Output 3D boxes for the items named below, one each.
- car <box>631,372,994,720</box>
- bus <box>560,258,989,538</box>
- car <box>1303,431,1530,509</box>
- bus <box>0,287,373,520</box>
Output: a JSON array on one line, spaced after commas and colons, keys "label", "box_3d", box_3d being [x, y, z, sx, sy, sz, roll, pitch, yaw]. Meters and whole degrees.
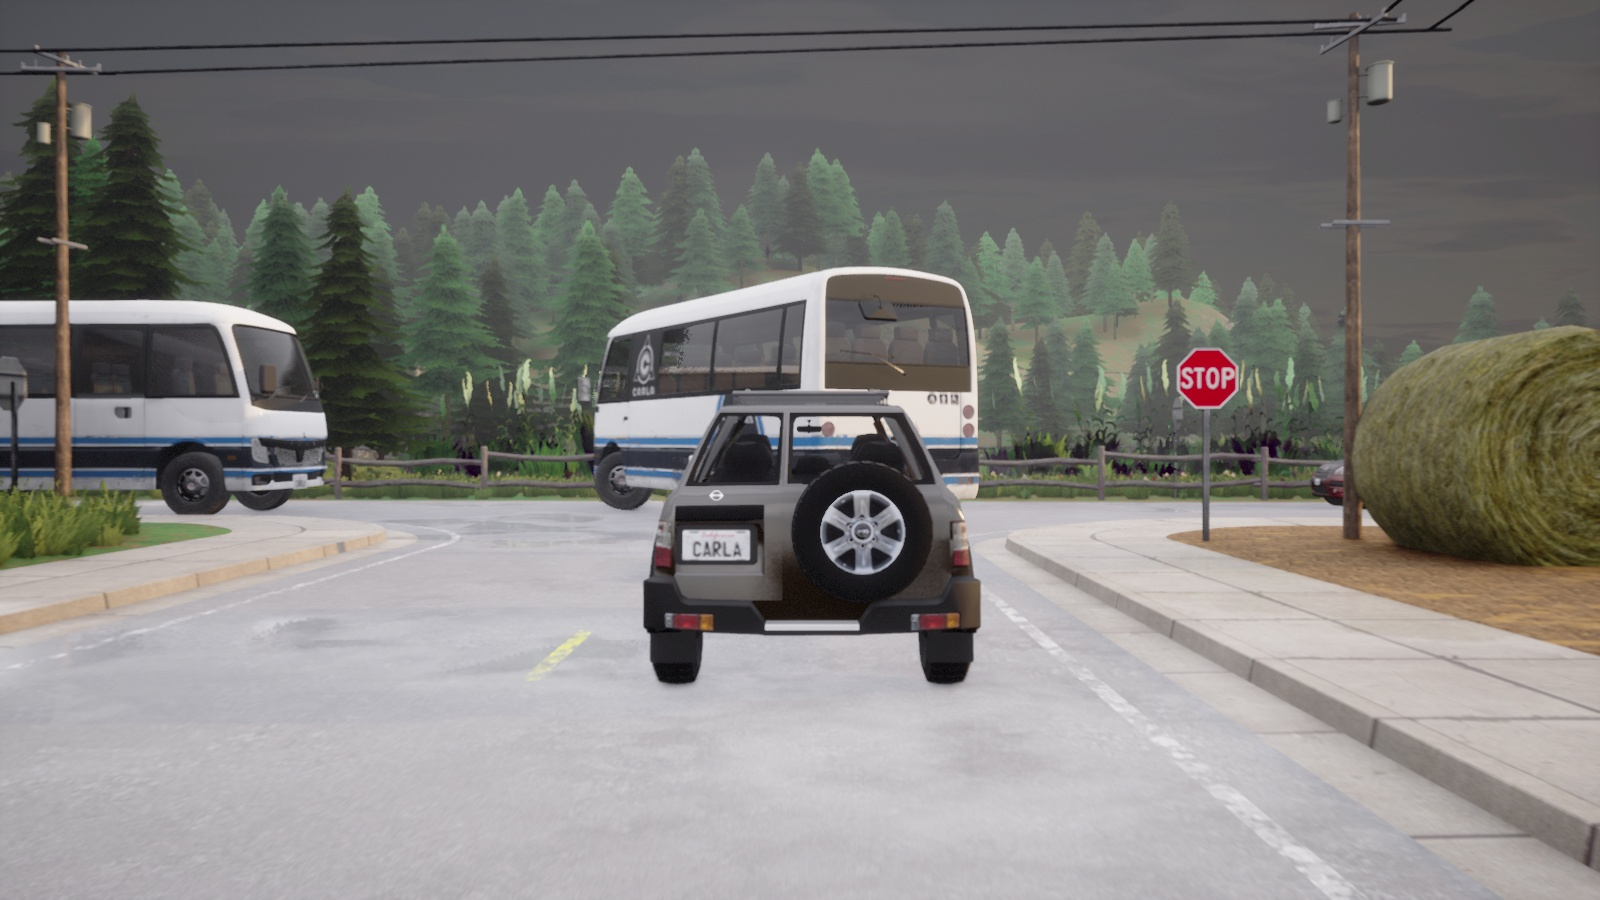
[{"label": "car", "box_3d": [0.068, 0.494, 8.990, 1.932, 1.855, 4.605, 0, 0, 0]}, {"label": "bus", "box_3d": [-1.103, -0.838, 24.525, 3.944, 4.253, 10.273, 0, 1, -30]}, {"label": "car", "box_3d": [13.275, 0.412, 27.229, 3.988, 1.617, 1.851, 0, 0, 3]}, {"label": "bus", "box_3d": [-14.386, -0.869, 25.220, 10.273, 4.253, 3.944, 0, 0, 3]}]
